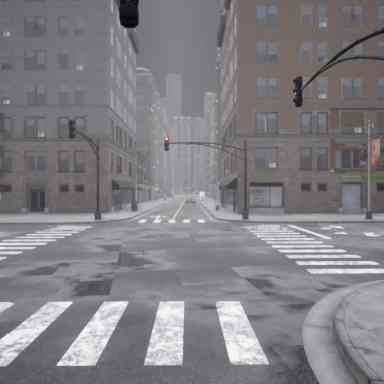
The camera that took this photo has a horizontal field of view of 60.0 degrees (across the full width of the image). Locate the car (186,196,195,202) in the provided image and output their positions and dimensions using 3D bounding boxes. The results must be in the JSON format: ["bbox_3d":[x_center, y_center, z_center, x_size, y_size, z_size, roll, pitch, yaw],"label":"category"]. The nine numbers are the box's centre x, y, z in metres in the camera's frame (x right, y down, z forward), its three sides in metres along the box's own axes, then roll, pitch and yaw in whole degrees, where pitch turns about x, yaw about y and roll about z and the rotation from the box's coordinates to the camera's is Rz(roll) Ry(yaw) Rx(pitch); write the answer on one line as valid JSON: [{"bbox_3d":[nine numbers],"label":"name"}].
[{"bbox_3d":[-0.375,1.484,73.703,1.895,1.301,4.718,0,0,0],"label":"car"}]

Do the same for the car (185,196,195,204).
[{"bbox_3d":[-0.306,1.649,63.698,1.895,1.301,4.718,0,0,0],"label":"car"}]
